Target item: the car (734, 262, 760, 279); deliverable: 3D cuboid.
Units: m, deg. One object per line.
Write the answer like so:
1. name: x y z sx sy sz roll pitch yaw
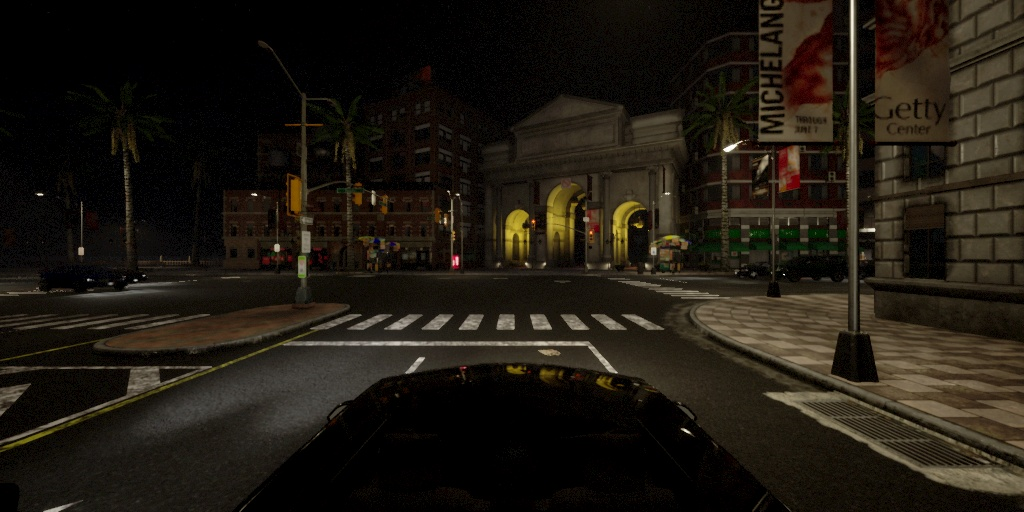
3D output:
1. car: 22.305 1.242 31.751 4.902 1.511 2.128 0 0 0

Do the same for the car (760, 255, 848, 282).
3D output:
1. car: 23.281 0.971 28.255 5.566 2.045 2.150 0 0 0

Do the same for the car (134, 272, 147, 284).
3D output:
1. car: -28.759 1.297 24.885 5.357 1.411 2.033 0 0 0

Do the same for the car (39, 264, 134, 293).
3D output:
1. car: -24.489 1.275 20.436 4.674 1.442 1.812 0 0 14

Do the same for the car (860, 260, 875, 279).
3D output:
1. car: 31.281 1.102 31.588 4.553 1.767 2.097 0 0 2
